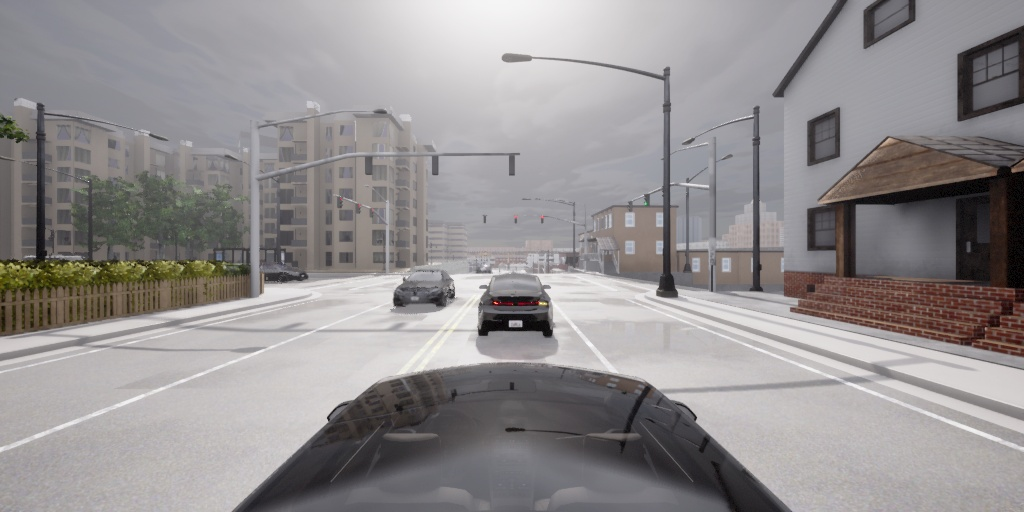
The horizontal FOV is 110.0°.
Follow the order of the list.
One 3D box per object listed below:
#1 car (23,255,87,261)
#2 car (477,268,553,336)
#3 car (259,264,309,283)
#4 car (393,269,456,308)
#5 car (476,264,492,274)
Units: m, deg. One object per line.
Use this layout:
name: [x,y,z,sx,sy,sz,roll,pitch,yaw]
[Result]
car: [-33.872,0.972,27.244,5.566,2.045,2.150,0,0,1]
car: [0.092,1.255,10.360,1.837,1.490,4.892,0,0,0]
car: [-17.765,1.314,27.028,4.181,1.385,1.994,0,0,1]
car: [-3.519,1.275,15.238,1.812,1.442,4.674,0,0,-1]
car: [-3.618,1.755,47.174,2.128,1.511,4.902,0,-5,0]
